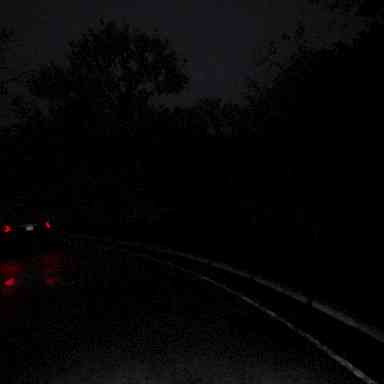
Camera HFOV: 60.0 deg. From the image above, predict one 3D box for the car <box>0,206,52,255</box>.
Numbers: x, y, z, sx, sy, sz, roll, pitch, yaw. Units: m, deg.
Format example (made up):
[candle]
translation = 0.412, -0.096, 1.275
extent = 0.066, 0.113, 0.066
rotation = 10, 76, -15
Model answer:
[car]
translation = -7.804, 1.379, 13.608
extent = 4.553, 1.767, 2.097
rotation = 0, 0, 34
